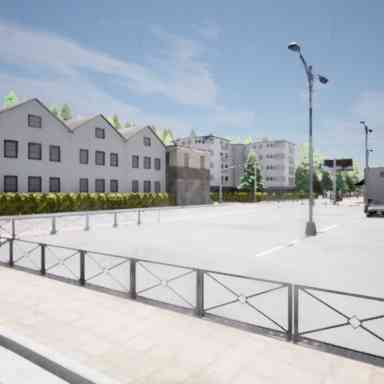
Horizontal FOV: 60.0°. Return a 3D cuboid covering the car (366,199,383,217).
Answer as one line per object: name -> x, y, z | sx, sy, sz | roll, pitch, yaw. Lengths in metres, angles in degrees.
car -> 15.364, 1.297, 26.852 | 2.007, 1.523, 4.514 | 0, 0, 35
